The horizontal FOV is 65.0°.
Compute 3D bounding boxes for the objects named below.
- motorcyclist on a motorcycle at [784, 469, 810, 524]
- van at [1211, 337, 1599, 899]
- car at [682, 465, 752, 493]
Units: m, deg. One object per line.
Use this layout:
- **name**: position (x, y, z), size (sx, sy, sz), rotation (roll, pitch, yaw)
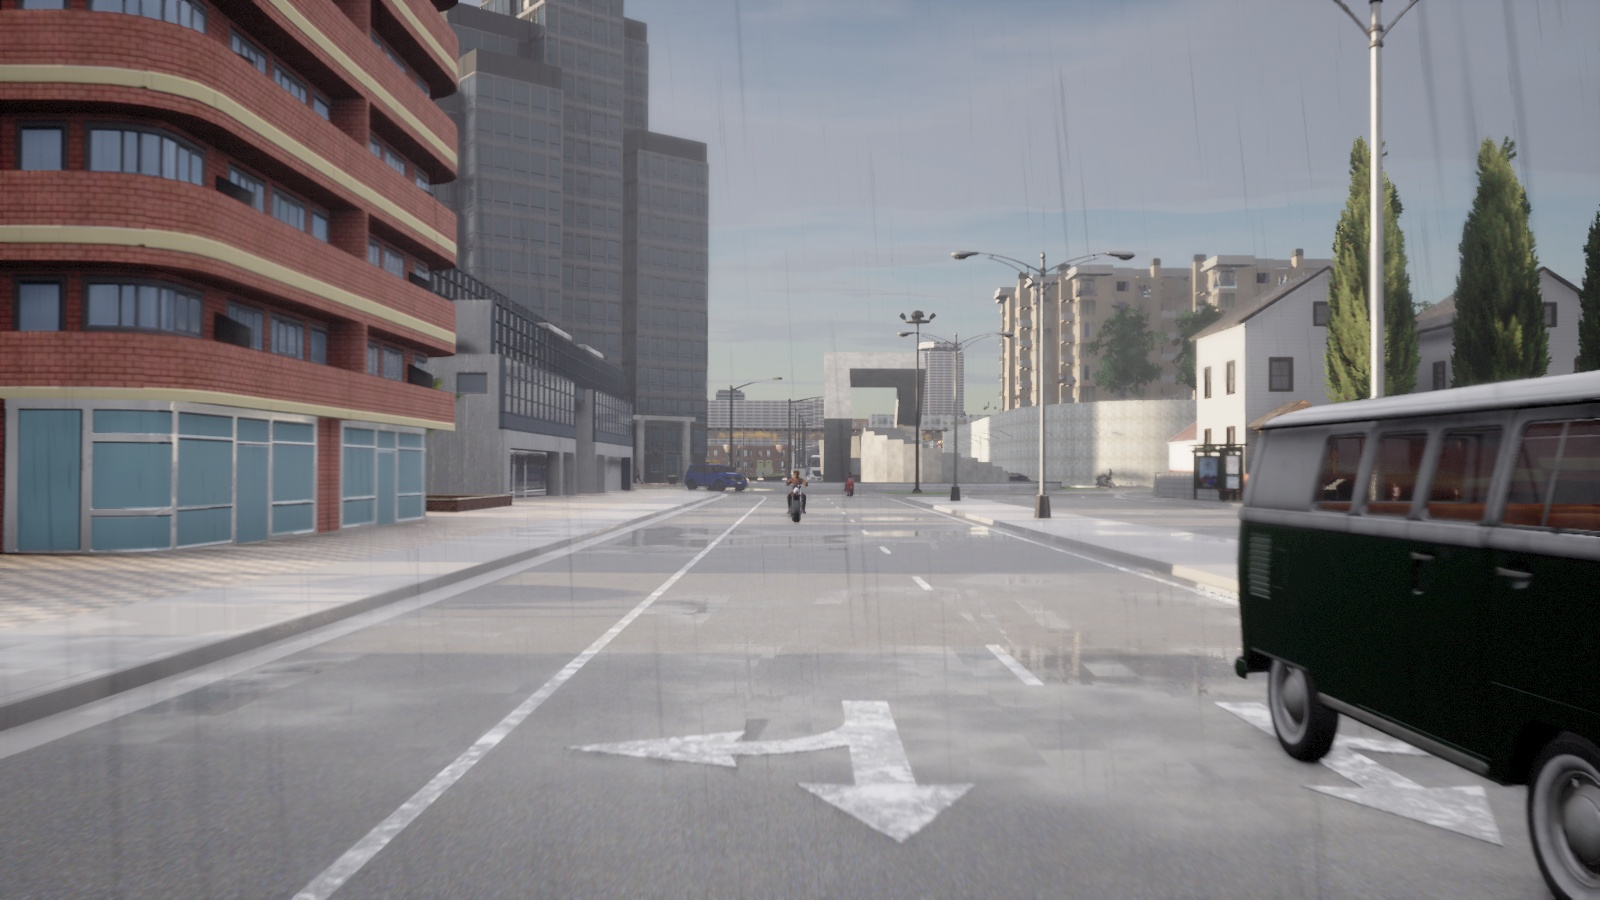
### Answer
- **motorcyclist on a motorcycle**: position (-0.095, 1.418, 38.973), size (0.766, 1.649, 2.350), rotation (0, -1, 0)
- **van**: position (3.485, 0.647, 5.669), size (1.775, 1.987, 4.442), rotation (0, -1, 0)
- **car**: position (-6.268, 2.132, 93.995), size (2.150, 2.045, 5.566), rotation (1, -1, -43)
